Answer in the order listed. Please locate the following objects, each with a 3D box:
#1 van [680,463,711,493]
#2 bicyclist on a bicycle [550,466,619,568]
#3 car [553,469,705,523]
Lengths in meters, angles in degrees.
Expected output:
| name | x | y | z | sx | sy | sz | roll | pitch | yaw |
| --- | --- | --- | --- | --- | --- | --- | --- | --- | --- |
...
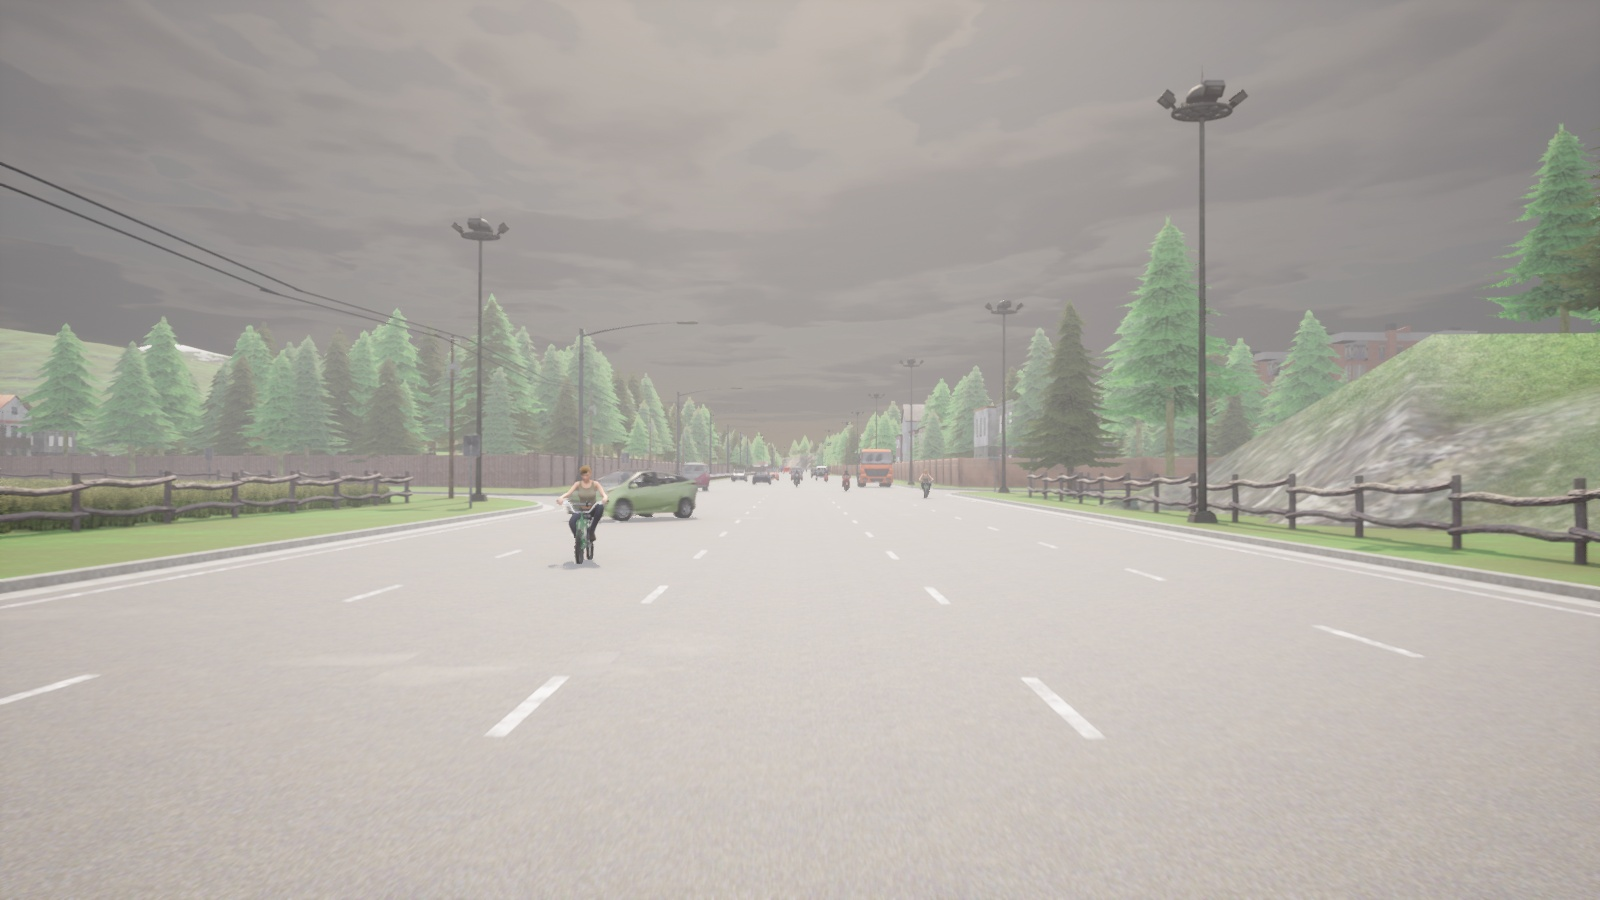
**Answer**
| name | x | y | z | sx | sy | sz | roll | pitch | yaw |
| --- | --- | --- | --- | --- | --- | --- | --- | --- | --- |
| van | -7.209 | 1.910 | 86.708 | 1.775 | 1.987 | 4.442 | 0 | -1 | 0 |
| bicyclist on a bicycle | -3.546 | 1.078 | 20.776 | 0.866 | 1.612 | 1.509 | 0 | -1 | 0 |
| car | -5.171 | 1.362 | 38.428 | 2.007 | 1.525 | 4.514 | 0 | -1 | 37 |
